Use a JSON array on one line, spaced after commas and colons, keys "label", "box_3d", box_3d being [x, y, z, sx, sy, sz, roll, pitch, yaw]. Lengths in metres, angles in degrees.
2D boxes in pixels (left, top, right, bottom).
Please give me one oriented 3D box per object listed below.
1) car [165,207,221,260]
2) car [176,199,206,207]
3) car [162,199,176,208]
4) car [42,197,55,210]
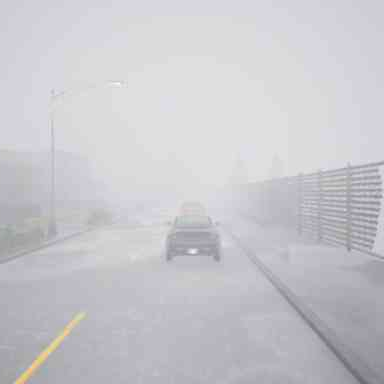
[{"label": "car", "box_3d": [0.050, 1.560, 12.610, 1.837, 1.490, 4.892, 0, 0, 1]}, {"label": "car", "box_3d": [0.053, 1.468, 27.501, 2.097, 1.767, 4.553, 0, 0, 1]}, {"label": "car", "box_3d": [-3.612, 1.777, 54.535, 2.033, 1.411, 5.357, 0, 0, 7]}, {"label": "car", "box_3d": [-17.269, 1.291, 37.076, 3.633, 1.501, 1.845, 0, 0, 0]}]
